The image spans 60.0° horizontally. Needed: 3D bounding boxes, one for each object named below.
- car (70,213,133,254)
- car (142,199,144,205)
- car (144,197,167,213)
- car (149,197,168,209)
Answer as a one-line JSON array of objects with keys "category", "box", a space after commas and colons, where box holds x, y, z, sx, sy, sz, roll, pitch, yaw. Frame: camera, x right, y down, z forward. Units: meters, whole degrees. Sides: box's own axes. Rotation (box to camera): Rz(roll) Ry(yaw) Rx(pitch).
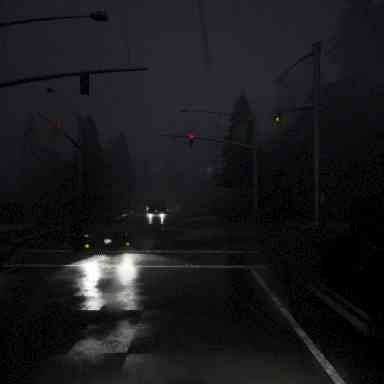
[{"category": "car", "box": [-3.821, 1.564, 13.602, 1.994, 1.385, 4.181, 1, 0, -26]}, {"category": "car", "box": [-7.280, 1.526, 56.566, 1.812, 1.442, 4.674, 0, 0, -20]}, {"category": "car", "box": [-3.776, 1.547, 37.062, 2.033, 1.411, 5.357, 0, 0, -1]}, {"category": "car", "box": [-4.778, 1.492, 46.836, 2.128, 1.511, 4.902, 0, 0, -11]}]
